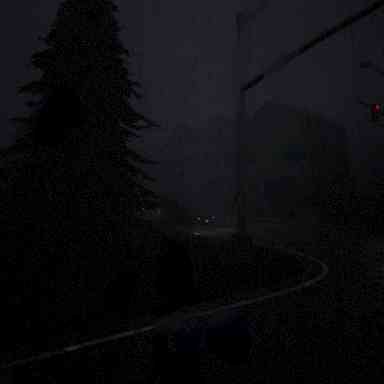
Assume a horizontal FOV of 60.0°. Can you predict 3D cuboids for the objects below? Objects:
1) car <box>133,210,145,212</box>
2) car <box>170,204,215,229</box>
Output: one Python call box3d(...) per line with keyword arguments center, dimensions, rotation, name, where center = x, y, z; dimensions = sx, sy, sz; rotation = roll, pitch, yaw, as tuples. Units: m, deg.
box3d(center=(-6.064, 1.376, 30.397), dimensions=(2.097, 1.767, 4.553), rotation=(0, 0, -34), name="car")
box3d(center=(-0.457, 1.529, 22.356), dimensions=(1.837, 1.490, 4.892), rotation=(0, 0, -35), name="car")
